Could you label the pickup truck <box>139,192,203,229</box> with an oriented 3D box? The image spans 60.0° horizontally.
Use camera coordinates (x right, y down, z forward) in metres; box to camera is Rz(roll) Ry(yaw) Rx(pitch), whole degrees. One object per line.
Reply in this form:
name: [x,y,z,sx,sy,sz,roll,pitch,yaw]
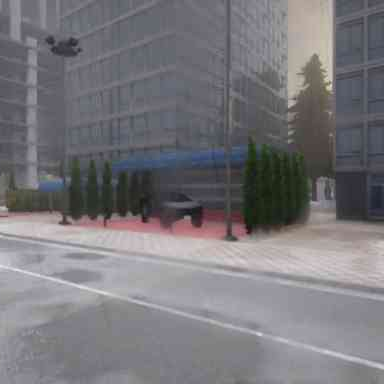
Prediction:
pickup truck: [-1.510,1.071,21.070,2.390,2.098,6.274,0,0,-24]
